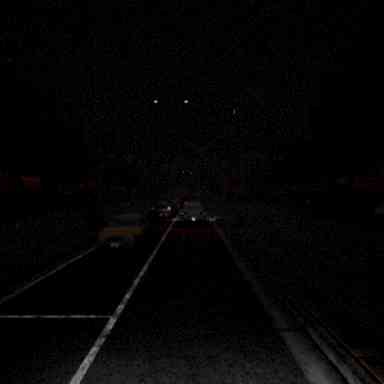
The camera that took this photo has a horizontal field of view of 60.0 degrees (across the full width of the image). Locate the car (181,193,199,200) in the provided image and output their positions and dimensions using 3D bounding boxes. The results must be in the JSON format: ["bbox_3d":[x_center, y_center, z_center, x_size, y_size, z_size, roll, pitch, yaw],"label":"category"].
[{"bbox_3d":[0.082,1.383,40.915,2.097,1.767,4.553,0,0,0],"label":"car"}]

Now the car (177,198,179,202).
[{"bbox_3d":[-2.663,1.596,35.816,1.802,1.307,4.206,-1,0,0],"label":"car"}]

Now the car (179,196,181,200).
[{"bbox_3d":[-2.668,1.583,41.268,2.008,1.369,4.403,-2,0,0],"label":"car"}]

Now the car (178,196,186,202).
[{"bbox_3d":[-2.682,1.810,89.755,1.752,1.417,4.829,-2,0,0],"label":"car"}]

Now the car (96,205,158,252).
[{"bbox_3d":[-2.661,1.507,13.861,1.752,1.417,4.829,-1,0,0],"label":"car"}]

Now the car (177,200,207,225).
[{"bbox_3d":[0.098,1.512,23.651,1.812,1.442,4.674,0,0,0],"label":"car"}]

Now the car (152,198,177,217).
[{"bbox_3d":[-2.668,1.440,30.373,1.967,1.590,4.097,-2,0,0],"label":"car"}]

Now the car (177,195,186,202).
[{"bbox_3d":[-2.684,1.696,84.388,1.967,1.590,4.097,-2,0,0],"label":"car"}]
